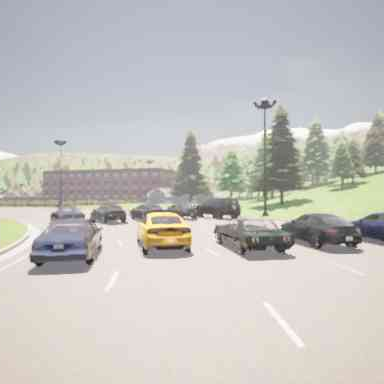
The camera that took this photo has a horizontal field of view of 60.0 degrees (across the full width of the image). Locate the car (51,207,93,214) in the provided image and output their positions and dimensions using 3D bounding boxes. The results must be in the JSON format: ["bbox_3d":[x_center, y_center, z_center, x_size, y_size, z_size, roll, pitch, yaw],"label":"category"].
[{"bbox_3d":[-9.558,1.825,25.508,2.033,1.411,5.357,0,-1,-32],"label":"car"}]

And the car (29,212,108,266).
[{"bbox_3d":[-4.389,1.682,12.236,2.033,1.411,5.357,0,-1,-11],"label":"car"}]

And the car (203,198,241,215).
[{"bbox_3d":[2.496,1.570,32.675,2.150,2.045,5.566,0,0,-31],"label":"car"}]

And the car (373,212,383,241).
[{"bbox_3d":[9.185,1.688,15.840,1.812,1.442,4.674,0,0,-11],"label":"car"}]

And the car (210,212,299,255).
[{"bbox_3d":[2.359,1.750,14.062,1.895,1.301,4.718,0,-1,-12],"label":"car"}]

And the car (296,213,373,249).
[{"bbox_3d":[5.733,1.684,15.279,1.812,1.442,4.674,0,0,-11],"label":"car"}]

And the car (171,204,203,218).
[{"bbox_3d":[-1.211,1.866,31.996,1.812,1.442,4.674,0,0,-32],"label":"car"}]

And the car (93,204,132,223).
[{"bbox_3d":[-7.085,1.810,28.085,1.837,1.490,4.892,0,0,-33],"label":"car"}]

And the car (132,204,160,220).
[{"bbox_3d":[-4.069,1.827,29.858,1.837,1.490,4.892,0,0,-33],"label":"car"}]

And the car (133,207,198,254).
[{"bbox_3d":[-1.337,1.633,14.463,1.882,1.535,5.008,0,0,-13],"label":"car"}]
